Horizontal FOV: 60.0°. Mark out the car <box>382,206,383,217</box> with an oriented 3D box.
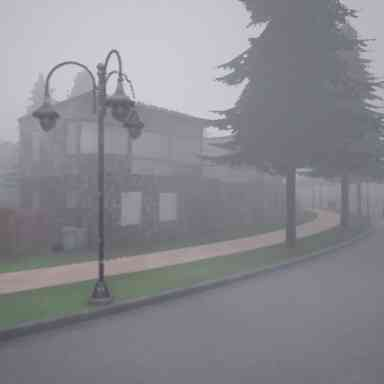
[{"bbox_3d":[18.210,1.591,29.339,1.882,1.535,5.008,0,0,20],"label":"car"}]
